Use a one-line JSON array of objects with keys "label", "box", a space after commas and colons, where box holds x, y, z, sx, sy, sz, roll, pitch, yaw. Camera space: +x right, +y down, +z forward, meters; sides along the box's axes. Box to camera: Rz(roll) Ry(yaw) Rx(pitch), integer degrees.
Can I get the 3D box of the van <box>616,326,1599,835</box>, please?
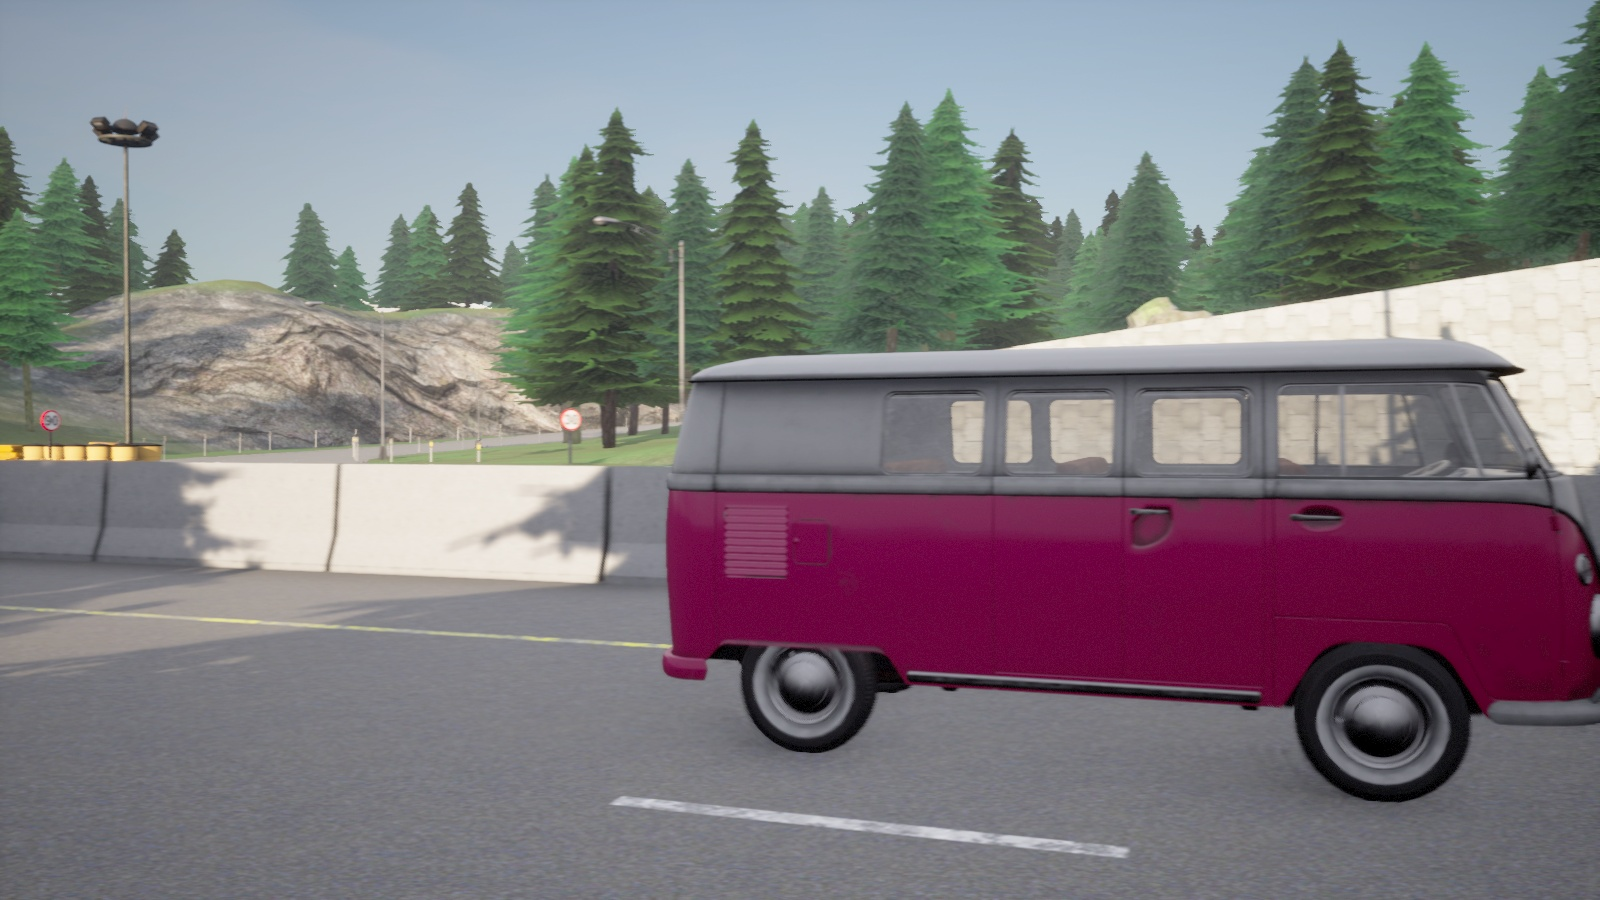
[{"label": "van", "box": [1.475, 0.480, 6.386, 4.442, 1.987, 1.775, 1, 1, 19]}]
